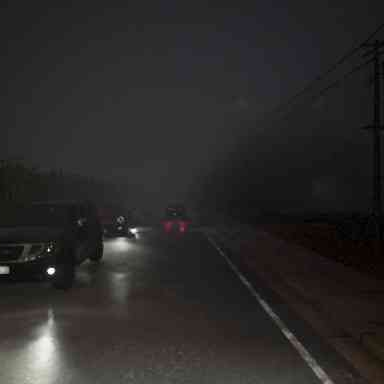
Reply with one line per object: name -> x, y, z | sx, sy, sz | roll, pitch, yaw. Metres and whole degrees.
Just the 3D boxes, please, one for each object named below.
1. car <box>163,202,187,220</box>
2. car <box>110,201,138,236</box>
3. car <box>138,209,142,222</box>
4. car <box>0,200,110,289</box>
car -> -1.503, 1.642, 29.636 | 2.128, 1.511, 4.902 | 0, 0, -3
car -> -4.588, 1.452, 19.110 | 2.097, 1.767, 4.553 | 0, 0, -3
car -> -4.837, 1.668, 24.914 | 1.812, 1.442, 4.674 | 0, 0, -3
car -> -4.072, 1.272, 9.607 | 2.150, 2.045, 5.566 | 0, 0, -3
